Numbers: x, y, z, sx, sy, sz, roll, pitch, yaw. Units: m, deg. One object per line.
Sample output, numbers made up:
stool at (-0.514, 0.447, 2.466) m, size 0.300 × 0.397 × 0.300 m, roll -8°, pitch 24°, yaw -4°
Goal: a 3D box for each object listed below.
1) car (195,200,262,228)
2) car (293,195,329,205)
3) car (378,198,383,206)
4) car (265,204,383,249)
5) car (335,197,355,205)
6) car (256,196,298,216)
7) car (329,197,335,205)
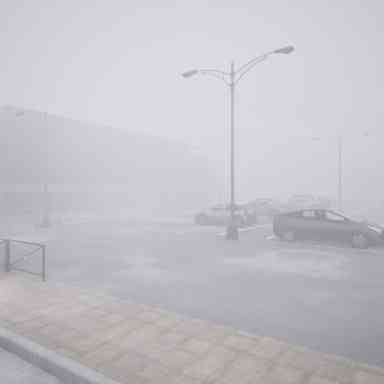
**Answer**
car at (2.129, 1.424, 21.392) m, size 3.806 × 1.475 × 1.970 m, roll 0°, pitch 0°, yaw 35°
car at (12.875, 1.268, 37.321) m, size 3.866 × 1.878 × 1.905 m, roll 0°, pitch 0°, yaw 35°
car at (29.339, 1.576, 48.393) m, size 3.806 × 1.475 × 1.970 m, roll 0°, pitch 0°, yaw 35°
car at (5.807, 1.490, 14.351) m, size 4.514 × 1.523 × 2.007 m, roll 0°, pitch 0°, yaw 35°
car at (24.966, 1.565, 55.089) m, size 3.633 × 1.501 × 1.845 m, roll 0°, pitch 0°, yaw 35°
car at (5.542, 1.345, 26.836) m, size 5.027 × 1.636 × 2.152 m, roll 0°, pitch 0°, yaw 35°
car at (14.202, 1.289, 39.938) m, size 4.605 × 1.855 × 1.932 m, roll 0°, pitch 0°, yaw 35°
